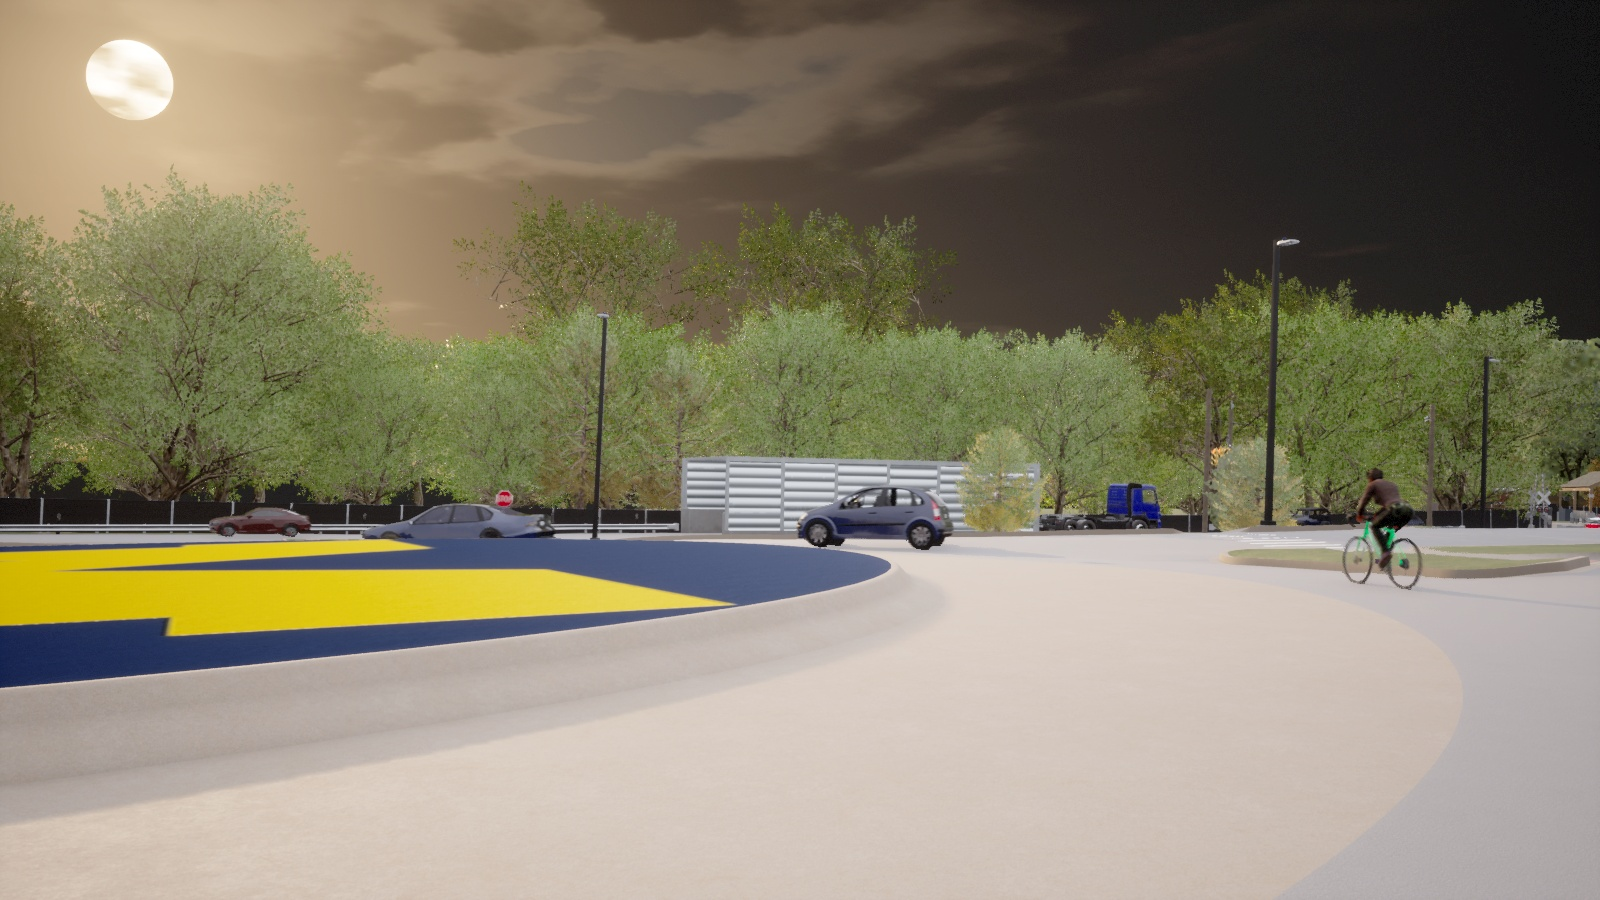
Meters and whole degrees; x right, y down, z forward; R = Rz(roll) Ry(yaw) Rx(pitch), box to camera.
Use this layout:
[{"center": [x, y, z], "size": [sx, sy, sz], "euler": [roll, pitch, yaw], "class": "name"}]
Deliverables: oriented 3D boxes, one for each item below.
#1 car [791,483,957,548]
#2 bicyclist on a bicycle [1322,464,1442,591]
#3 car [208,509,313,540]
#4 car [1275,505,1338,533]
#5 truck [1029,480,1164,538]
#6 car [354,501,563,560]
[{"center": [1.939, 1.686, 32.739], "size": [3.988, 1.617, 1.851], "euler": [-1, -2, 17], "class": "car"}, {"center": [7.907, 1.036, 17.127], "size": [0.582, 1.620, 1.656], "euler": [3, -3, -11], "class": "bicyclist on a bicycle"}, {"center": [-26.785, 3.694, 62.362], "size": [4.674, 1.442, 1.812], "euler": [2, -2, -27], "class": "car"}, {"center": [35.746, 4.847, 88.589], "size": [3.866, 1.878, 1.905], "euler": [1, -1, -21], "class": "car"}, {"center": [18.540, 3.649, 78.378], "size": [7.936, 3.462, 2.891], "euler": [1, -1, -22], "class": "truck"}, {"center": [-9.744, 2.285, 35.983], "size": [5.357, 1.411, 2.033], "euler": [-3, -2, 9], "class": "car"}]
